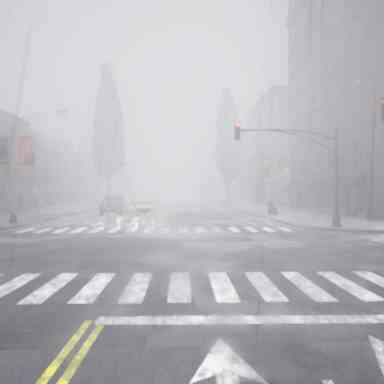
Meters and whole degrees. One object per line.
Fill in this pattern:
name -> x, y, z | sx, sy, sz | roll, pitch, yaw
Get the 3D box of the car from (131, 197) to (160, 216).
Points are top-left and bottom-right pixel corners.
car -> -4.506, 1.486, 32.861 | 1.882, 1.535, 5.008 | 0, 0, -3

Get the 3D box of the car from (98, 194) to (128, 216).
car -> -7.794, 1.229, 33.351 | 2.150, 2.045, 5.566 | 0, 0, -4

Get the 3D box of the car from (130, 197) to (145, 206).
car -> -9.102, 1.575, 56.018 | 2.033, 1.411, 5.357 | 0, 0, -3
